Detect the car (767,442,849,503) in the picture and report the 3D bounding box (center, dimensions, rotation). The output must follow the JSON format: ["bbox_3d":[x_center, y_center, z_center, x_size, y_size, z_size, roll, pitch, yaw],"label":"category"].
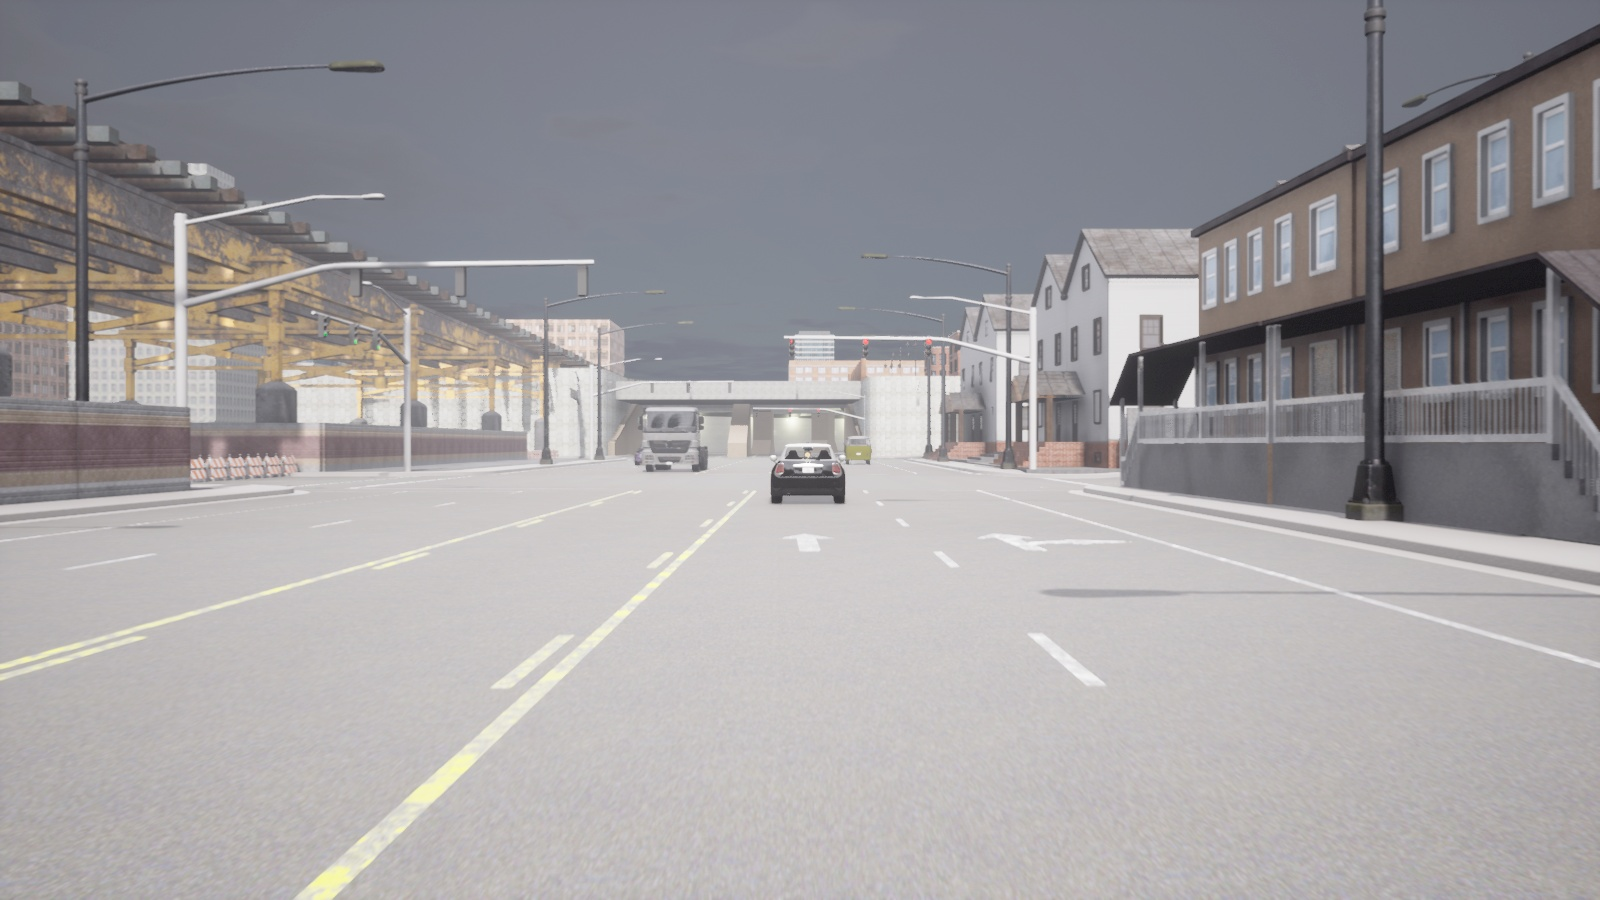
[{"bbox_3d":[0.202,0.531,32.047,1.970,1.475,3.806,0,0,0],"label":"car"}]

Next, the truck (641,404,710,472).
[{"bbox_3d":[-6.587,-0.621,67.464,2.891,3.462,7.936,0,0,0],"label":"truck"}]

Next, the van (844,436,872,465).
[{"bbox_3d":[4.031,0.006,88.132,1.775,1.987,4.442,0,0,0],"label":"van"}]
